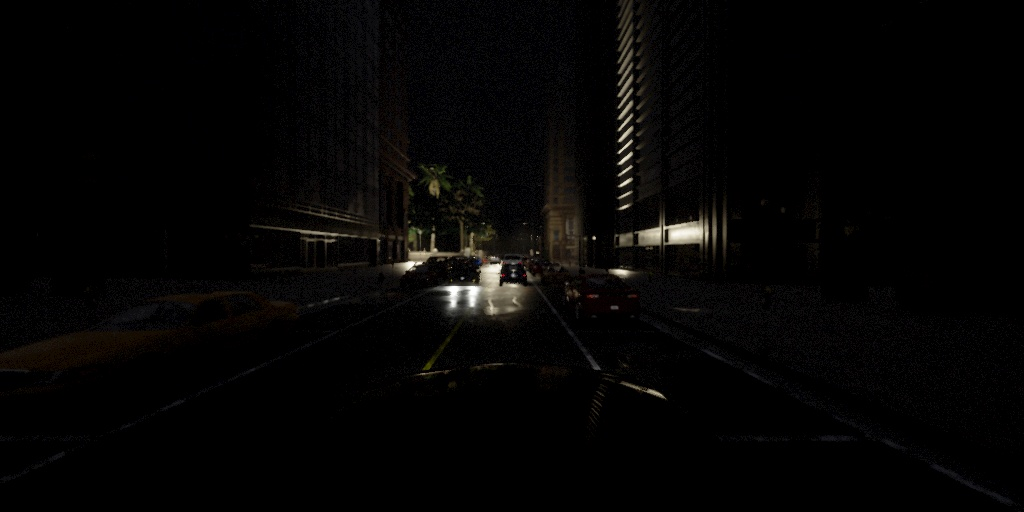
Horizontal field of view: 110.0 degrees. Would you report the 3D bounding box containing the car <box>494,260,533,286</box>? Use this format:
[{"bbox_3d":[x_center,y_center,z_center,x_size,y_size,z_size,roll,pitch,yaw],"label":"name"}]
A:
[{"bbox_3d":[0.066,1.182,23.862,2.033,1.411,5.357,0,0,0],"label":"car"}]

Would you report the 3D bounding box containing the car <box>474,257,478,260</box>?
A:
[{"bbox_3d":[-5.759,1.082,44.452,1.888,1.381,4.507,0,0,0],"label":"car"}]

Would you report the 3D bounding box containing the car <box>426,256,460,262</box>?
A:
[{"bbox_3d":[-5.761,0.928,28.175,2.192,1.841,5.009,0,0,0],"label":"car"}]

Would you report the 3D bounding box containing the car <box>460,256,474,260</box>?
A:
[{"bbox_3d":[-5.760,0.876,39.027,2.192,1.841,5.009,0,0,0],"label":"car"}]

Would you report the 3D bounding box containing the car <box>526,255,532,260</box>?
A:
[{"bbox_3d":[2.765,1.000,39.014,1.967,1.591,4.097,0,0,0],"label":"car"}]

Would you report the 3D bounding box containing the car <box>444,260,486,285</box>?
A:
[{"bbox_3d":[-3.099,1.196,24.446,1.994,1.385,4.181,0,0,0],"label":"car"}]

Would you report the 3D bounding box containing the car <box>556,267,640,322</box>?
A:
[{"bbox_3d":[2.762,1.240,11.890,1.888,1.381,4.507,0,0,0],"label":"car"}]

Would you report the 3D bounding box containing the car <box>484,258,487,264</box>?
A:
[{"bbox_3d":[-5.758,0.901,60.731,1.967,1.591,4.097,0,0,0],"label":"car"}]

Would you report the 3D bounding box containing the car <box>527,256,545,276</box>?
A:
[{"bbox_3d":[2.765,1.026,33.589,1.967,1.591,4.097,0,0,0],"label":"car"}]

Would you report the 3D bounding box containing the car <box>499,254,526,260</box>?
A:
[{"bbox_3d":[0.079,0.789,38.087,2.150,2.045,5.566,0,1,0],"label":"car"}]

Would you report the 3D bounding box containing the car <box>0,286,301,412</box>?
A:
[{"bbox_3d":[-5.763,1.251,6.302,1.751,1.417,4.829,0,0,0],"label":"car"}]

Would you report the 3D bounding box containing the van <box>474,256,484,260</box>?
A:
[{"bbox_3d":[-5.758,0.828,55.305,1.690,1.789,3.998,0,0,0],"label":"van"}]

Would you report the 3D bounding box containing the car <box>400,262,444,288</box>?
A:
[{"bbox_3d":[-5.762,1.222,22.750,1.802,1.307,4.207,0,0,0],"label":"car"}]

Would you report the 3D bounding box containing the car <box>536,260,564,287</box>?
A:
[{"bbox_3d":[2.764,1.165,22.910,1.751,1.417,4.829,0,0,0],"label":"car"}]
